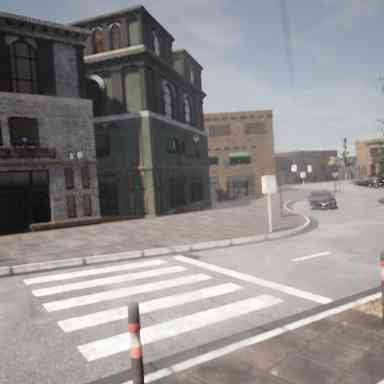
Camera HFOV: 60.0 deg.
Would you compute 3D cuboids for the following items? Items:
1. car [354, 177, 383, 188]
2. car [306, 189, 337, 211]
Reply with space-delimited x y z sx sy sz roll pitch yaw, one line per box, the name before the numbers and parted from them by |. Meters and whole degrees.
car | 25.684 -1.377 48.340 2.128 1.511 4.902 -4 3 -8
car | 10.301 0.573 26.761 1.837 1.490 4.892 -4 2 15
